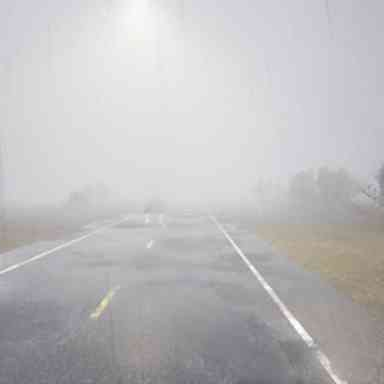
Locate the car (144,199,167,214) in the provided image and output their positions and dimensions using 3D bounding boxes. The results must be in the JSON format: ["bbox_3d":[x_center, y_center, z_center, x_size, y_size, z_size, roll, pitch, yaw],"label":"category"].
[{"bbox_3d":[-3.593,1.424,33.114,1.994,1.385,4.181,0,0,0],"label":"car"}]
